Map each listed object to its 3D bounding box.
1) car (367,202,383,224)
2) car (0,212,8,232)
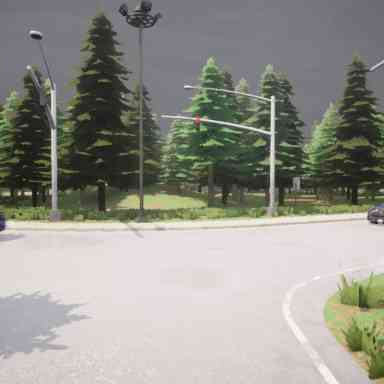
[{"bbox_3d":[12.126,0.955,18.781,4.553,1.767,2.097,0,1,-25],"label":"car"},{"bbox_3d":[-10.490,1.202,14.355,5.008,1.535,1.882,0,3,15],"label":"car"}]
